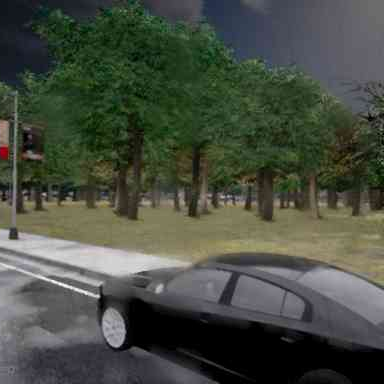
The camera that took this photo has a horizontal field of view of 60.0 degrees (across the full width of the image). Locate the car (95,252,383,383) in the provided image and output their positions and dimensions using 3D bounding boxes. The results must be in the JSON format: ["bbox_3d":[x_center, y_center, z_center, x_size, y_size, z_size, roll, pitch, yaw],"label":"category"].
[{"bbox_3d":[0.677,1.571,4.529,5.008,1.535,1.882,0,-1,40],"label":"car"}]
